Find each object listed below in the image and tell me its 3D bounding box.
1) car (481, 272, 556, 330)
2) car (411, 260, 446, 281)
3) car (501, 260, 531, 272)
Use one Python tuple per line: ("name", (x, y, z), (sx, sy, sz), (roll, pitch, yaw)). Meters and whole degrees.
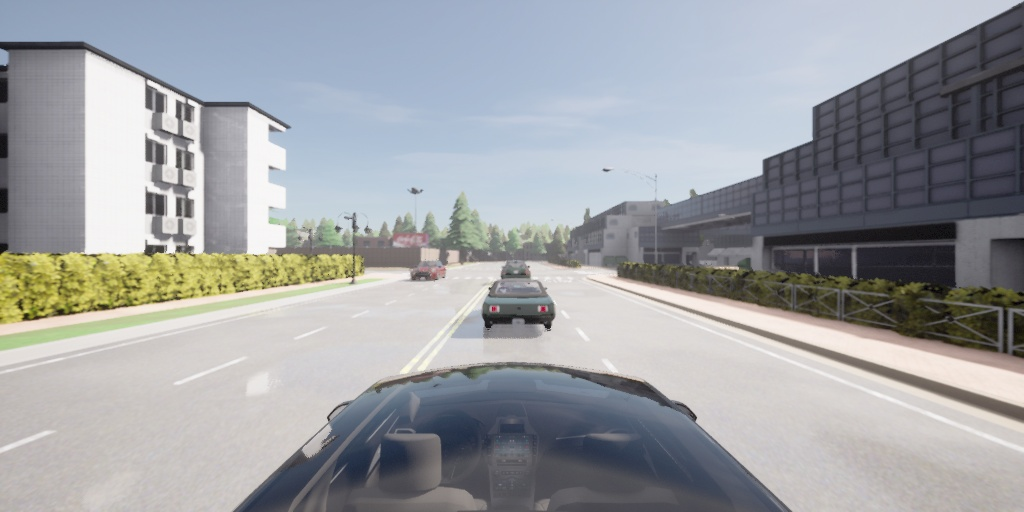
("car", (0.170, 1.345, 11.138), (1.895, 1.301, 4.718), (0, 0, 0))
("car", (-6.820, 1.147, 29.634), (2.097, 1.767, 4.553), (0, 0, 0))
("car", (0.255, 1.087, 25.810), (2.097, 1.767, 4.553), (0, 0, 0))
